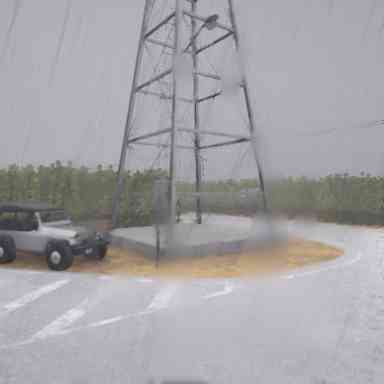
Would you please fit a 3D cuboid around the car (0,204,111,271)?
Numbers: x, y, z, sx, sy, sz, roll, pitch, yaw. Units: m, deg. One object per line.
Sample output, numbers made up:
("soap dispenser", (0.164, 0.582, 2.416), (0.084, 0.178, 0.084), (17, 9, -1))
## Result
("car", (-4.709, 1.352, 10.826), (3.866, 1.878, 1.905), (0, 0, 23))
